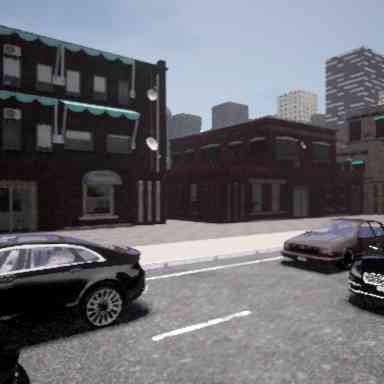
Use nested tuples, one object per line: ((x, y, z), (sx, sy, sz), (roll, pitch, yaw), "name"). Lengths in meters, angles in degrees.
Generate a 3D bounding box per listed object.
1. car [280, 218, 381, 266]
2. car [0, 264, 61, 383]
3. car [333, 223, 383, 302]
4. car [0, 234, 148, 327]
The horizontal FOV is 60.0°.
((5.463, 1.642, 11.560), (5.357, 1.411, 2.033), (1, 0, -36), "car")
((-3.331, 1.489, 1.311), (4.892, 1.490, 1.837), (1, -1, -36), "car")
((5.526, 1.580, 7.612), (4.892, 1.490, 1.837), (1, 0, -36), "car")
((-3.110, 1.497, 5.459), (4.902, 1.511, 2.128), (1, 0, -36), "car")
